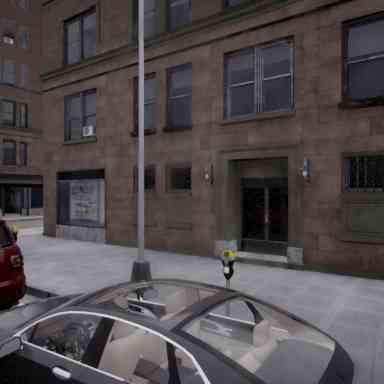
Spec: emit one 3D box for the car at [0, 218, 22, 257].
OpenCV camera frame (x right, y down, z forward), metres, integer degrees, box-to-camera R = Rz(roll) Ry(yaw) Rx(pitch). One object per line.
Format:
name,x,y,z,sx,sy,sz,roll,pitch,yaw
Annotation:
car,-5.209,1.315,6.352,5.009,1.841,2.192,0,0,34

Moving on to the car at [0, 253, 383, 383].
car,-0.515,1.551,3.150,4.403,1.369,2.008,0,0,34
